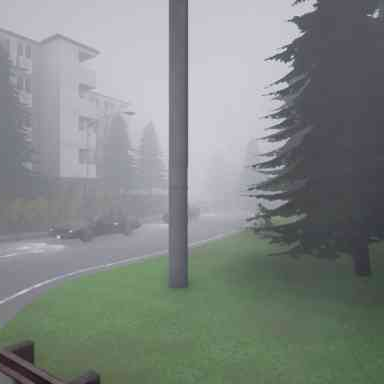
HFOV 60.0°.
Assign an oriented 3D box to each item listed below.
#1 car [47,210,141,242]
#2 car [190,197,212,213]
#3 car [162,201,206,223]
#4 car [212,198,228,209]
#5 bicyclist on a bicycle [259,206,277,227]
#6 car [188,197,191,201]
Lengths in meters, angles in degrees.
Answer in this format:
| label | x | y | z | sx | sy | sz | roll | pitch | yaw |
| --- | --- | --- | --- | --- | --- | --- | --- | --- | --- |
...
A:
| label | x | y | z | sx | sy | sz | roll | pitch | yaw |
| --- | --- | --- | --- | --- | --- | --- | --- | --- | --- |
| car | -4.968 | 1.719 | 17.923 | 2.033 | 1.411 | 5.357 | 0 | 0 | 29 |
| car | 1.034 | 1.675 | 39.195 | 1.837 | 1.490 | 4.892 | 0 | 0 | 0 |
| car | -0.722 | 1.719 | 27.621 | 2.033 | 1.411 | 5.357 | 0 | 0 | 17 |
| car | 3.789 | 1.674 | 48.087 | 1.837 | 1.490 | 4.892 | 0 | 0 | -13 |
| bicyclist on a bicycle | 4.316 | 1.496 | 20.231 | 1.656 | 1.620 | 0.582 | -3 | 1 | 23 |
| car | 0.161 | 1.658 | 57.577 | 2.128 | 1.511 | 4.902 | 0 | 0 | -33 |
